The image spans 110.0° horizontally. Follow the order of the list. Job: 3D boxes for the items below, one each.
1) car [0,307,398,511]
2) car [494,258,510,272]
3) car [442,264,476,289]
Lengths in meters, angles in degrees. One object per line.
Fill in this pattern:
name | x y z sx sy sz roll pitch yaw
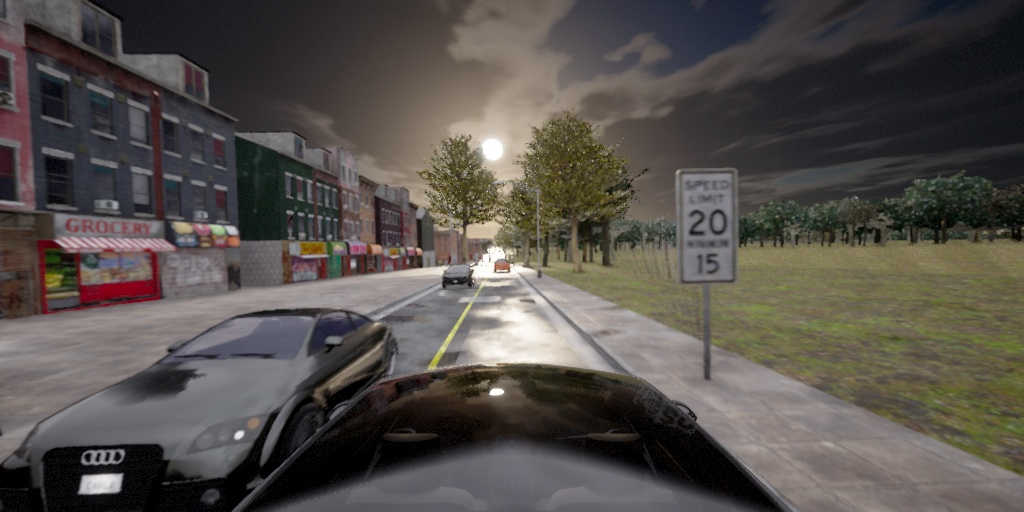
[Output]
car | -2.883 1.378 4.451 1.994 1.385 4.181 -1 0 -2
car | -1.295 1.123 46.972 2.097 1.767 4.553 -1 0 -2
car | -3.500 1.276 24.191 1.882 1.535 5.008 -1 0 -2
